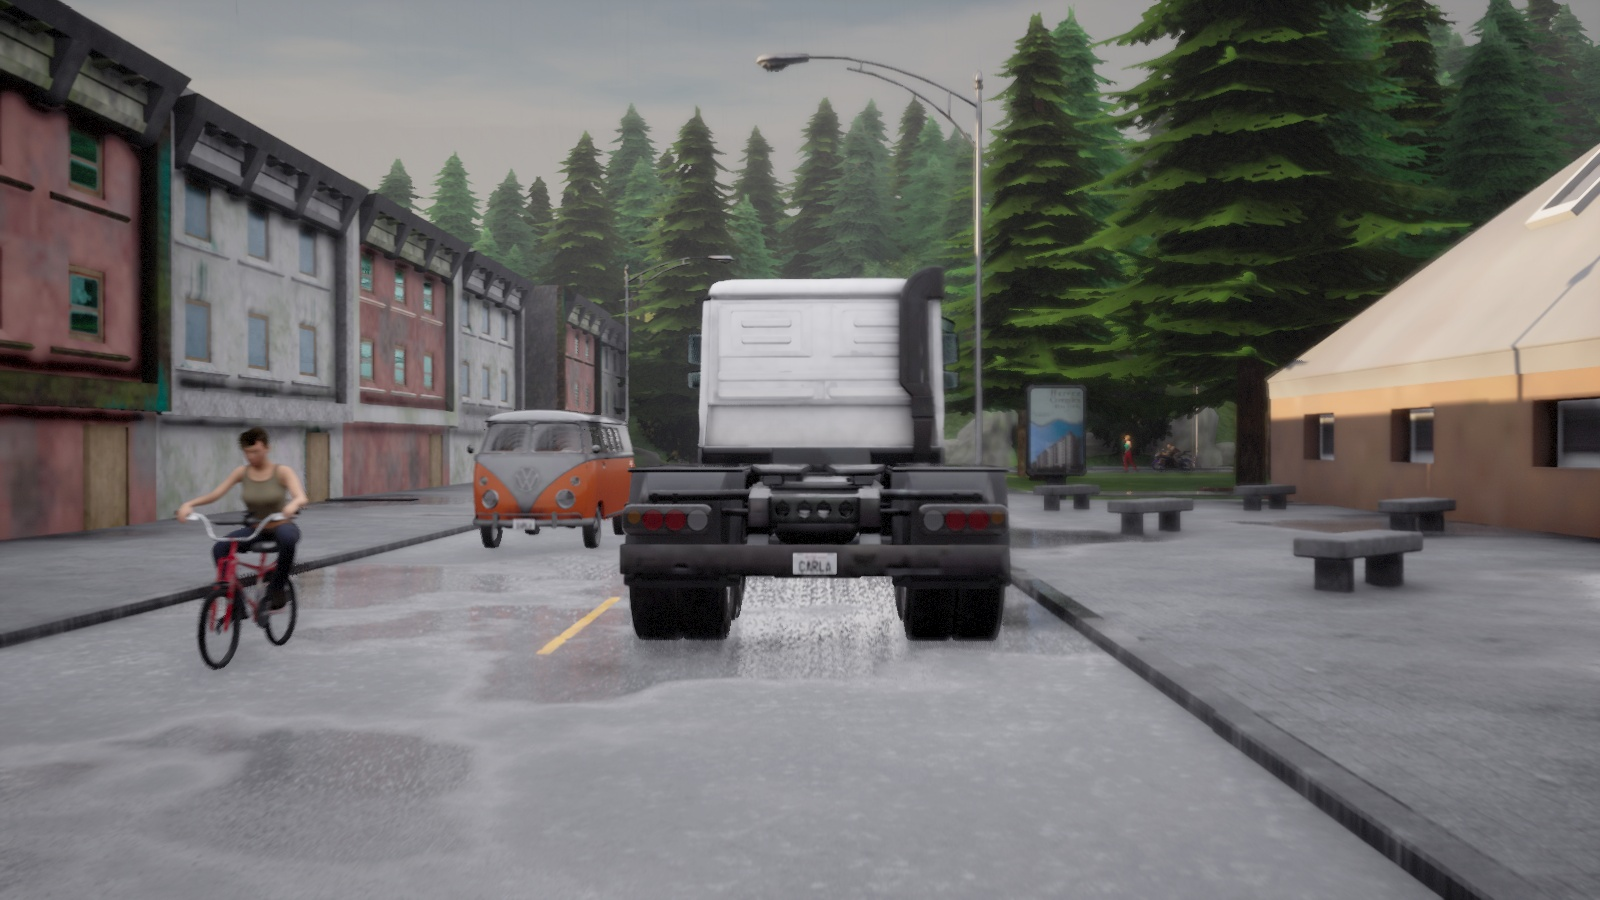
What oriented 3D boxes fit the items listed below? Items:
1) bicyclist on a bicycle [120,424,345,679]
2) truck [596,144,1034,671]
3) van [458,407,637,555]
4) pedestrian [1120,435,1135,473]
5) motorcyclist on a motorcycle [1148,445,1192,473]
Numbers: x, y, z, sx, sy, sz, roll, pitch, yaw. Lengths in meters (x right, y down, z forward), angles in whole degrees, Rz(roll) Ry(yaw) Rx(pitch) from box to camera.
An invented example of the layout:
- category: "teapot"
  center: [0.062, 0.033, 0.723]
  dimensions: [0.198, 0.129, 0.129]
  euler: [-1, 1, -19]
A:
- category: "bicyclist on a bicycle"
  center: [-3.864, 0.640, 8.703]
  dimensions: [0.866, 1.612, 1.509]
  euler: [0, 0, 0]
- category: "truck"
  center: [0.191, -0.291, 12.257]
  dimensions: [2.891, 3.462, 7.936]
  euler: [0, 0, 1]
- category: "van"
  center: [-3.697, 0.409, 19.151]
  dimensions: [1.775, 1.987, 4.442]
  euler: [0, 0, 1]
- category: "pedestrian"
  center: [15.910, 0.193, 60.990]
  dimensions: [0.594, 1.836, 0.345]
  euler: [0, 0, -13]
- category: "motorcyclist on a motorcycle"
  center: [20.547, 0.482, 69.736]
  dimensions: [2.191, 1.530, 0.866]
  euler: [0, 0, 1]
